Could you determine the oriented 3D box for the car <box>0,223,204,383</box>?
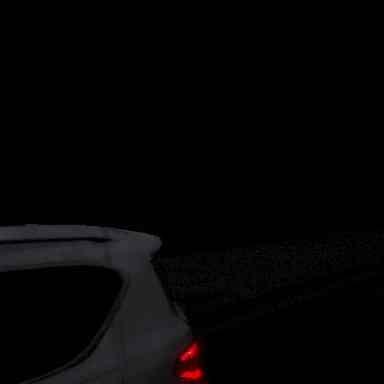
[{"bbox_3d":[-2.435,1.256,1.311,5.566,2.045,2.150,1,-1,-39],"label":"car"}]
